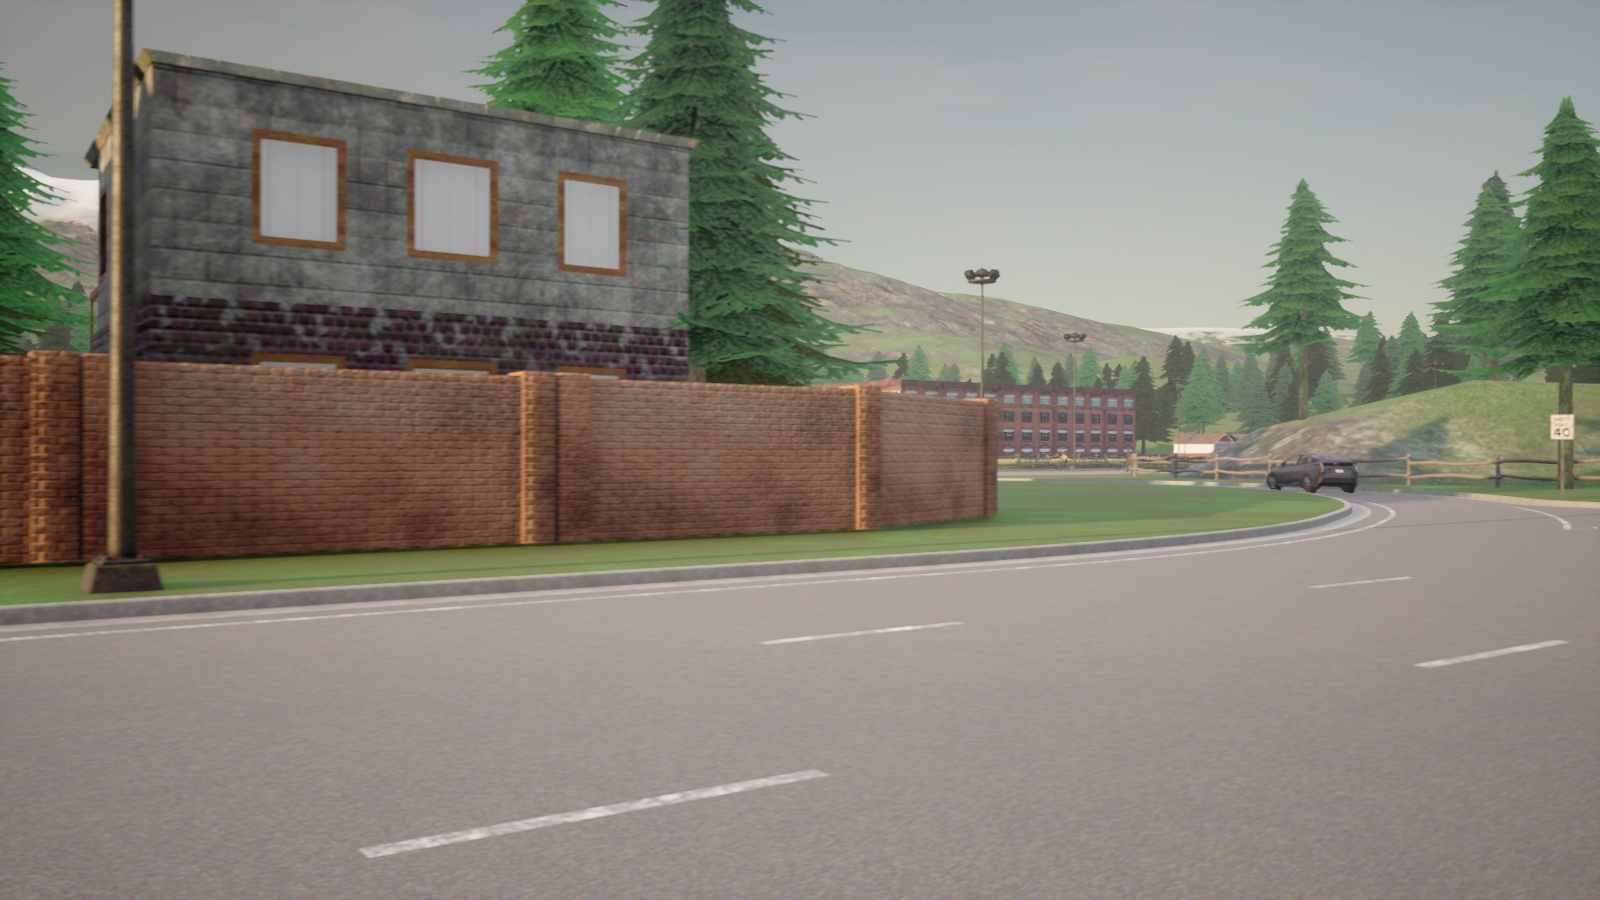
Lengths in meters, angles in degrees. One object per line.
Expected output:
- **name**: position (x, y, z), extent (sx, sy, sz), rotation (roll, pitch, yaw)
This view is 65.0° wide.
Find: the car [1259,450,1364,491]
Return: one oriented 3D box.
- **car**: position (20.052, 0.770, 49.461), extent (2.007, 1.525, 4.514), rotation (0, 0, -5)
